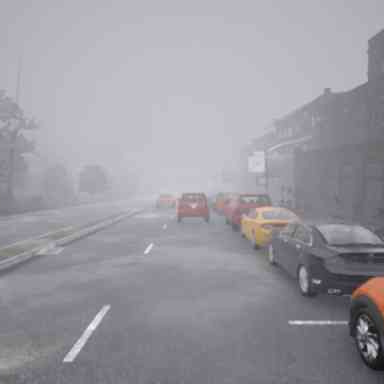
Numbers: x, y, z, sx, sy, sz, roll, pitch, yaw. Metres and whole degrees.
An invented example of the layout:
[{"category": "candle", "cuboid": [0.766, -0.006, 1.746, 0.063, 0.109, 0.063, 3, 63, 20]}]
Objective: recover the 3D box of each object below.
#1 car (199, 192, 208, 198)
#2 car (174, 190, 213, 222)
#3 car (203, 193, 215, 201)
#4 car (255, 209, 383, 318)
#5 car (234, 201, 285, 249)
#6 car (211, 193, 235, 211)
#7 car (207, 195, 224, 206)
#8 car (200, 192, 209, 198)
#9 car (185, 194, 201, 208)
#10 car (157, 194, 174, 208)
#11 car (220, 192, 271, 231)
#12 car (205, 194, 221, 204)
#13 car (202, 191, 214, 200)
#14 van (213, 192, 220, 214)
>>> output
[{"category": "car", "cuboid": [3.202, 0.697, 91.088, 2.231, 1.521, 4.892, 0, 0, 0]}, {"category": "car", "cuboid": [0.098, 1.016, 24.131, 2.150, 2.045, 5.566, 0, 1, 0]}, {"category": "car", "cuboid": [3.218, 0.929, 63.653, 1.946, 1.575, 5.366, 0, 0, 0]}, {"category": "car", "cuboid": [3.225, 1.408, 8.338, 2.231, 1.521, 4.892, 0, 0, 0]}, {"category": "car", "cuboid": [3.224, 1.360, 13.863, 2.097, 1.535, 5.008, 0, 0, 0]}, {"category": "car", "cuboid": [3.222, 1.045, 35.936, 2.185, 1.767, 4.553, 0, 0, 0]}, {"category": "car", "cuboid": [3.221, 1.116, 46.891, 2.002, 1.452, 4.674, 0, 0, 0]}, {"category": "car", "cuboid": [3.206, 0.745, 85.562, 2.231, 1.521, 4.892, 0, 0, 0]}, {"category": "car", "cuboid": [0.096, 1.116, 41.923, 1.882, 1.535, 5.008, 0, 1, 0]}, {"category": "car", "cuboid": [-3.153, 0.992, 41.594, 2.097, 1.767, 4.553, 0, 0, 0]}, {"category": "car", "cuboid": [3.223, 1.062, 19.294, 2.435, 2.045, 5.566, 0, 0, 0]}, {"category": "car", "cuboid": [3.220, 1.030, 52.411, 2.231, 1.521, 4.892, 0, 0, 0]}, {"category": "car", "cuboid": [3.220, 0.761, 68.961, 2.185, 1.767, 4.553, 0, 0, 0]}, {"category": "van", "cuboid": [3.223, 0.991, 30.558, 1.878, 1.987, 4.442, 0, 1, 0]}]
